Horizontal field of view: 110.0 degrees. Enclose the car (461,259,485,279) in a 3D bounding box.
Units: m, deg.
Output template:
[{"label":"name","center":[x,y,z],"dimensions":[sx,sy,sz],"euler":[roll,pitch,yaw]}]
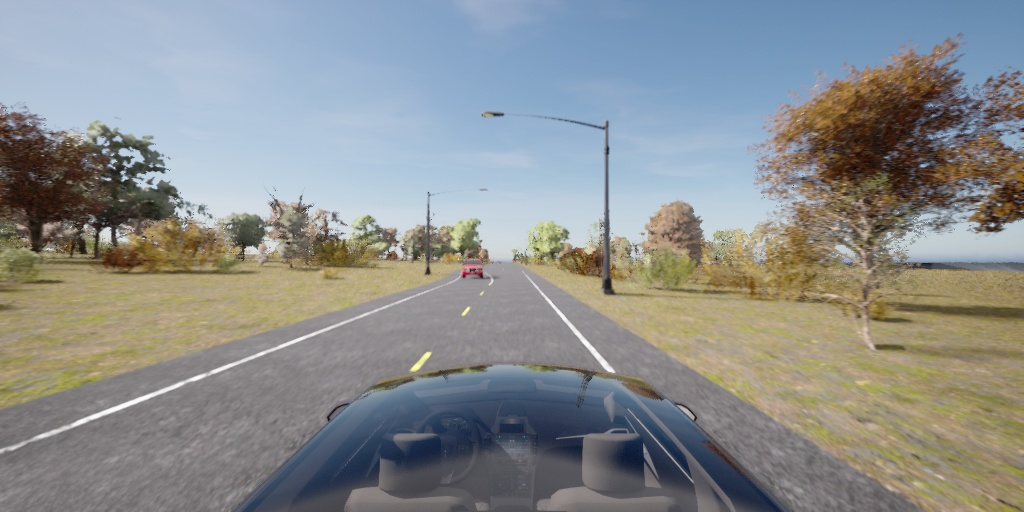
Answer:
[{"label":"car","center":[-4.004,1.305,37.219],"dimensions":[2.150,2.045,5.566],"euler":[0,-1,-4]}]
